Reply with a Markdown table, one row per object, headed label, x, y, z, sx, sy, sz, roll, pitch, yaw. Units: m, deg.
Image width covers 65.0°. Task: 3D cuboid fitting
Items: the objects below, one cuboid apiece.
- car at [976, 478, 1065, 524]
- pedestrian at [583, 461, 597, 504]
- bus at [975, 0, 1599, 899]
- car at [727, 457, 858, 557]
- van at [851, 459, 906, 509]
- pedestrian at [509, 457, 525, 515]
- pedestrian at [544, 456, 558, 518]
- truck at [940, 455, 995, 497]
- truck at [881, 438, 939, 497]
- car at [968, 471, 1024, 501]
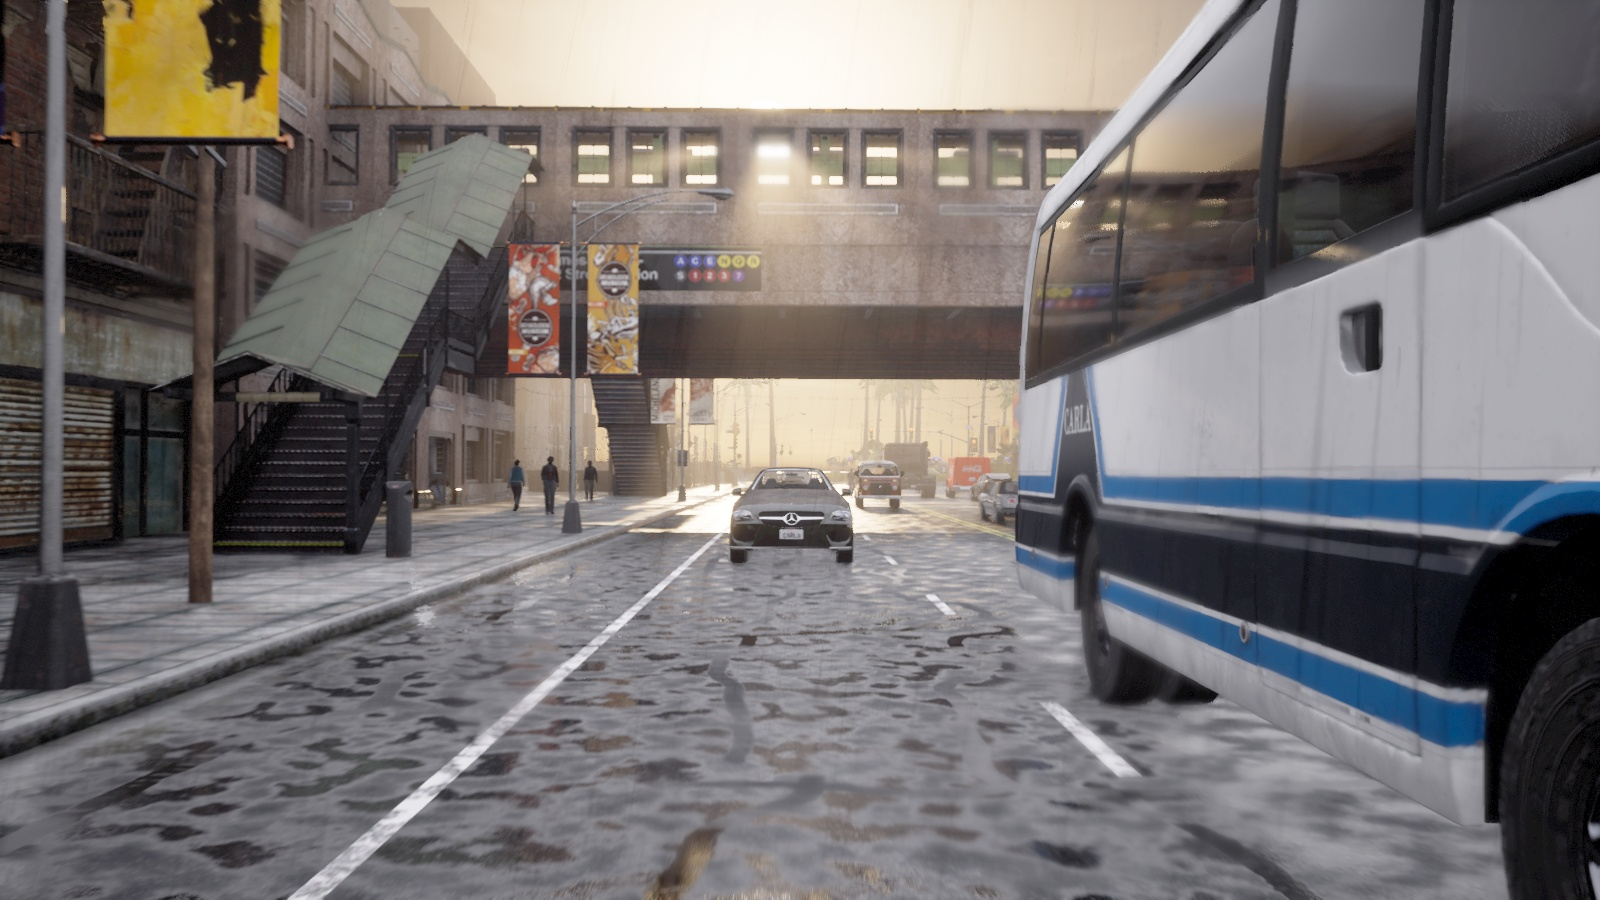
| label | x | y | z | sx | sy | sz | roll | pitch | yaw |
| --- | --- | --- | --- | --- | --- | --- | --- | --- | --- |
| car | 6.773 | 1.538 | 39.054 | 1.895 | 1.301 | 4.718 | 0 | -1 | 0 |
| pedestrian | -9.162 | 1.420 | 54.855 | 0.431 | 1.840 | 0.703 | 0 | -1 | 8 |
| bus | 3.480 | -0.478 | 5.902 | 3.944 | 4.253 | 10.273 | 0 | -1 | 1 |
| car | -0.141 | 0.980 | 23.192 | 2.152 | 1.651 | 5.027 | 0 | -1 | 0 |
| van | 3.311 | 1.418 | 53.691 | 2.069 | 2.038 | 4.480 | 0 | -1 | 0 |
| pedestrian | -9.646 | 1.222 | 42.837 | 0.396 | 1.930 | 0.692 | 0 | -1 | -1 |
| pedestrian | -7.796 | 1.157 | 39.351 | 0.402 | 1.930 | 0.666 | 0 | -1 | -13 |
| truck | 10.107 | 1.554 | 76.073 | 2.627 | 2.467 | 5.204 | 0 | -1 | 0 |
| truck | 6.669 | 1.091 | 77.236 | 2.891 | 3.462 | 7.936 | 0 | -1 | 1 |
| car | 10.261 | 1.875 | 66.219 | 2.163 | 1.488 | 4.792 | 0 | -1 | 0 |
